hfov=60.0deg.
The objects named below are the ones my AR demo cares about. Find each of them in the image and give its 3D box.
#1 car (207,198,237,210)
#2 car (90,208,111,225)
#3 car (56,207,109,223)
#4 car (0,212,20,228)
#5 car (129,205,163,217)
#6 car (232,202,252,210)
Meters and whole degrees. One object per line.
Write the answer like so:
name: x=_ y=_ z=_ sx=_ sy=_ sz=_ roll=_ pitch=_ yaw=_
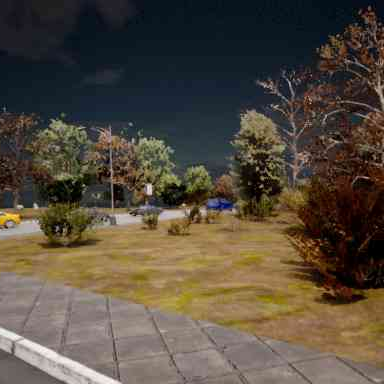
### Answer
car: x=4.129 y=1.905 z=47.661 sx=2.150 sy=2.045 sz=5.566 roll=-3 pitch=-2 yaw=32
car: x=-8.801 y=2.166 z=27.106 sx=1.895 sy=1.301 sz=4.718 roll=-3 pitch=-2 yaw=33
car: x=-11.711 y=2.459 z=35.885 sx=2.033 sy=1.411 sz=5.357 roll=-3 pitch=-2 yaw=32
car: x=-17.037 y=2.368 z=27.647 sx=1.882 sy=1.535 sz=5.008 roll=-3 pitch=-2 yaw=33
car: x=-6.071 y=2.509 z=44.859 sx=2.033 sy=1.411 sz=5.357 roll=-3 pitch=-2 yaw=32
car: x=9.382 y=2.582 z=62.523 sx=1.895 sy=1.301 sz=4.718 roll=-3 pitch=-2 yaw=33
